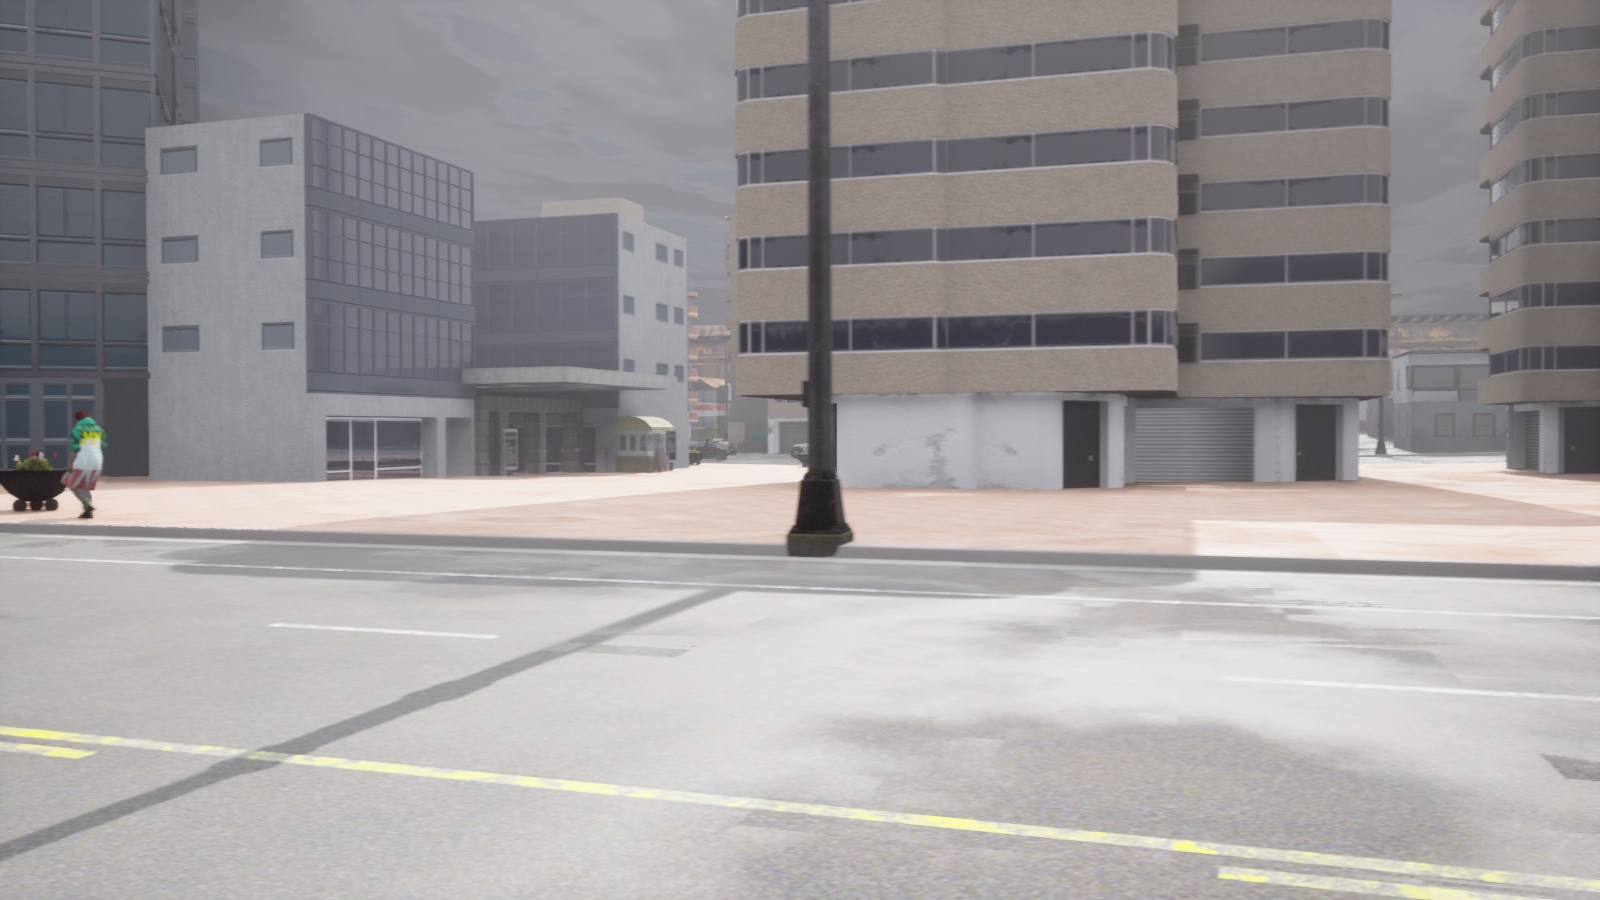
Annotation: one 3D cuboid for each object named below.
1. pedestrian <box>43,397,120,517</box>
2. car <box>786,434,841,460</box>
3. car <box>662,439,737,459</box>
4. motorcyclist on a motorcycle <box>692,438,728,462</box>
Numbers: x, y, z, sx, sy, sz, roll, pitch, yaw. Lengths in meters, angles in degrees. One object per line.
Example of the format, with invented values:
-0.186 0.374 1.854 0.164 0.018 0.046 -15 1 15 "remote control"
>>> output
-11.868 0.105 20.754 0.873 1.952 0.659 0 1 16 "pedestrian"
1.031 -0.222 97.249 3.866 1.878 1.905 1 1 17 "car"
-7.705 -0.106 96.266 5.357 1.411 2.033 1 1 17 "car"
-6.333 -0.021 88.525 2.350 1.649 0.766 2 1 17 "motorcyclist on a motorcycle"
